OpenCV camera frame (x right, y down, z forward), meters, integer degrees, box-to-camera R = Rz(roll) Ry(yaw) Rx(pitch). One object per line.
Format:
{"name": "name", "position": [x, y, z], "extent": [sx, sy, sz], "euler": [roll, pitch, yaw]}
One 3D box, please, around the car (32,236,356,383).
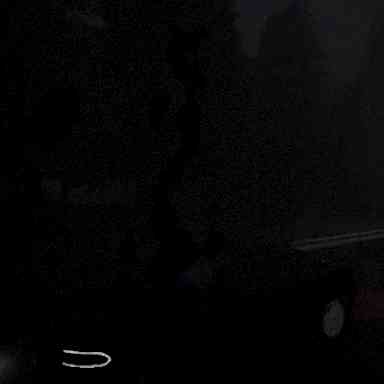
{"name": "car", "position": [0.403, 1.478, 4.894], "extent": [5.008, 1.535, 1.882], "euler": [0, 0, -36]}
